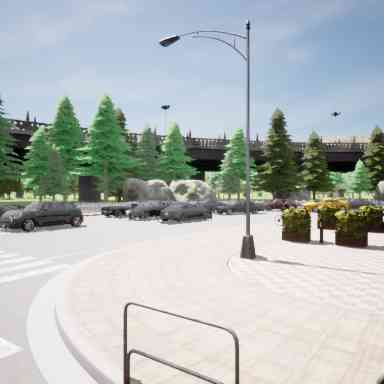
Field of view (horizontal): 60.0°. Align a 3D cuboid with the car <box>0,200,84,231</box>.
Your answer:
[{"bbox_3d":[-8.955,1.297,20.064,2.097,1.767,4.553,0,0,37],"label":"car"}]

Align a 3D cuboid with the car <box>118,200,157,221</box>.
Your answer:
[{"bbox_3d":[-3.158,1.436,27.134,4.902,1.511,2.128,0,0,-44],"label":"car"}]

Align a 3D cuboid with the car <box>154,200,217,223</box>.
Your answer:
[{"bbox_3d":[-0.394,1.508,24.955,1.994,1.385,4.181,0,0,44],"label":"car"}]

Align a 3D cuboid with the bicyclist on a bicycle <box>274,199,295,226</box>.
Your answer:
[{"bbox_3d":[5.566,1.245,19.586,0.582,1.620,1.656,0,0,-44],"label":"bicyclist on a bicycle"}]

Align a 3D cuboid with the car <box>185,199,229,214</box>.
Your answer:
[{"bbox_3d":[1.604,1.508,35.205,4.181,1.385,1.994,0,0,-29],"label":"car"}]

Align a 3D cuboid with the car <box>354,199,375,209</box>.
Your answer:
[{"bbox_3d":[19.771,1.509,40.166,4.181,1.385,1.994,0,0,0],"label":"car"}]

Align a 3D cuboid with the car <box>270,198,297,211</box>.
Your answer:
[{"bbox_3d":[9.994,1.470,38.791,4.674,1.442,1.812,0,0,-15],"label":"car"}]

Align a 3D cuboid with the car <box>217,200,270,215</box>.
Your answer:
[{"bbox_3d":[4.670,1.492,33.057,5.357,1.411,2.033,0,0,-26],"label":"car"}]

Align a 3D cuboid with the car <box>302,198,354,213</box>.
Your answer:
[{"bbox_3d":[14.542,1.422,36.285,5.008,1.535,1.882,0,0,-7],"label":"car"}]

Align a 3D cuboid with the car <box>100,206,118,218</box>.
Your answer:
[{"bbox_3d":[-5.715,1.546,29.572,4.718,1.301,1.895,0,0,-45],"label":"car"}]
